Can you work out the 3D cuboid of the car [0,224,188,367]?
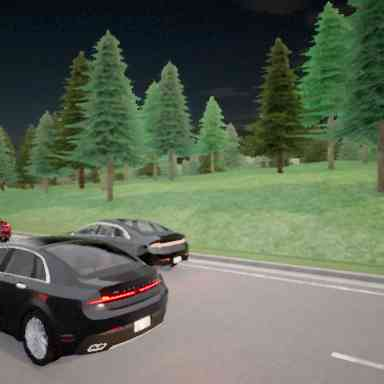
[{"bbox_3d":[-2.635,1.544,5.872,4.892,1.490,1.837,-1,0,36],"label":"car"}]

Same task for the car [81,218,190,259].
[{"bbox_3d":[-2.356,1.547,9.976,4.902,1.511,2.128,0,0,35],"label":"car"}]

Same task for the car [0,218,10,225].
[{"bbox_3d":[-10.215,1.651,15.578,4.674,1.442,1.812,-1,0,36],"label":"car"}]
